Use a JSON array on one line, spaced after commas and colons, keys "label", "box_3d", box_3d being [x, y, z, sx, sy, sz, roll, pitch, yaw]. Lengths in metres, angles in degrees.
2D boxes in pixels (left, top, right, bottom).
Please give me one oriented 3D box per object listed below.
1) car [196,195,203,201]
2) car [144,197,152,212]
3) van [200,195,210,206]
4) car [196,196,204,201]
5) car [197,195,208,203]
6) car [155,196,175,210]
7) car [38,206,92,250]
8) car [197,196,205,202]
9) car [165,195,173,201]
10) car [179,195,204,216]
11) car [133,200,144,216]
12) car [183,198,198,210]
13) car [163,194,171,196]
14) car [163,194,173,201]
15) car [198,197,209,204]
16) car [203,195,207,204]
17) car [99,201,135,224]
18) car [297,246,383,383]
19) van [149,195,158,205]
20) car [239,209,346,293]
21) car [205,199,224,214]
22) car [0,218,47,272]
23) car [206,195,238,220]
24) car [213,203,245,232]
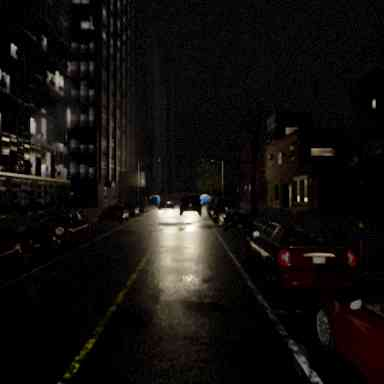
[{"label": "car", "box_3d": [2.033, 1.587, 92.258, 1.752, 1.417, 4.829, 1, 0, 0]}, {"label": "car", "box_3d": [-5.940, 1.609, 36.564, 1.887, 1.381, 4.507, 1, 0, 0]}, {"label": "van", "box_3d": [2.280, 1.407, 58.812, 1.690, 1.788, 3.998, 1, 0, 0]}, {"label": "car", "box_3d": [2.074, 1.646, 86.543, 1.802, 1.307, 4.206, 1, 0, 0]}, {"label": "car", "box_3d": [2.198, 1.508, 69.904, 1.967, 1.590, 4.097, 1, 0, 0]}, {"label": "car", "box_3d": [-3.322, 1.631, 44.177, 1.994, 1.385, 4.181, 0, 0, 0]}, {"label": "car", "box_3d": [-5.777, 1.475, 14.378, 1.967, 1.590, 4.097, 1, 0, 0]}, {"label": "car", "box_3d": [2.115, 1.611, 80.997, 1.887, 1.381, 4.507, 1, 0, 0]}, {"label": "car", "box_3d": [-6.345, 1.596, 91.855, 1.752, 1.417, 4.829, 1, 0, 0]}, {"label": "car", "box_3d": [-0.141, 1.277, 33.576, 2.150, 2.045, 5.566, 0, 0, 0]}, {"label": "car", "box_3d": [-5.900, 1.640, 31.018, 1.802, 1.307, 4.206, 1, 0, 0]}, {"label": "car", "box_3d": [-0.230, 1.612, 45.976, 2.033, 1.411, 5.357, 0, 0, 0]}, {"label": "car", "box_3d": [-6.266, 1.657, 80.934, 1.802, 1.307, 4.206, 1, 0, 0]}, {"label": "car", "box_3d": [-6.302, 1.389, 86.480, 2.192, 1.841, 5.009, 1, 0, 0]}, {"label": "car", "box_3d": [2.236, 1.633, 64.358, 1.947, 1.339, 4.313, 1, 0, 0]}, {"label": "car", "box_3d": [2.483, 1.364, 31.080, 2.192, 1.841, 5.009, 1, 0, 0]}, {"label": "car", "box_3d": [-5.860, 1.634, 25.470, 1.802, 1.307, 4.206, 1, 0, 0]}, {"label": "car", "box_3d": [2.682, 1.586, 3.346, 1.802, 1.307, 4.206, 1, 0, 0]}, {"label": "van", "box_3d": [-6.059, 1.415, 53.204, 1.690, 1.788, 3.998, 1, 0, 0]}, {"label": "car", "box_3d": [2.643, 1.455, 8.894, 1.967, 1.590, 4.097, 1, 0, 0]}, {"label": "car", "box_3d": [2.439, 1.580, 36.797, 1.752, 1.417, 4.829, 1, 0, 0]}, {"label": "car", "box_3d": [-5.738, 1.606, 8.832, 1.802, 1.307, 4.206, 1, 0, 0]}, {"label": "car", "box_3d": [2.524, 1.357, 25.532, 2.192, 1.841, 5.009, 1, 0, 0]}, {"label": "car", "box_3d": [2.561, 1.585, 19.986, 2.008, 1.369, 4.403, 1, 0, 0]}]
